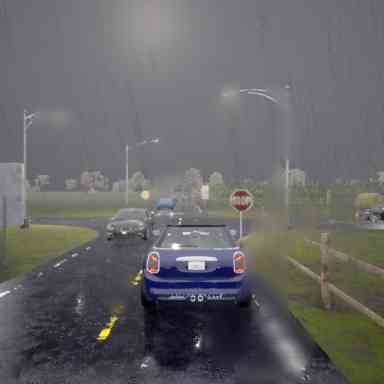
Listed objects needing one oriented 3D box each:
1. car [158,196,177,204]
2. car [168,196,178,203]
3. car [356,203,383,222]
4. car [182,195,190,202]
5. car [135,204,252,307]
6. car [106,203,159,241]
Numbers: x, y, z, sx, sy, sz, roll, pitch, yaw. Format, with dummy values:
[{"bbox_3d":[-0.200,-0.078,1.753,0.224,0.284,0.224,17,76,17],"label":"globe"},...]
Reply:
[{"bbox_3d":[-3.289,1.457,42.577,1.882,1.535,5.008,0,0,-1],"label":"car"},{"bbox_3d":[-3.890,1.550,68.828,1.895,1.301,4.718,0,0,-2],"label":"car"},{"bbox_3d":[14.661,1.487,24.294,4.902,1.511,2.128,0,0,9],"label":"car"},{"bbox_3d":[-1.445,1.461,77.832,2.128,1.511,4.902,0,0,-2],"label":"car"},{"bbox_3d":[0.072,1.350,8.128,2.097,1.767,4.553,0,0,0],"label":"car"},{"bbox_3d":[-2.923,1.503,16.660,1.837,1.490,4.892,0,0,0],"label":"car"}]
